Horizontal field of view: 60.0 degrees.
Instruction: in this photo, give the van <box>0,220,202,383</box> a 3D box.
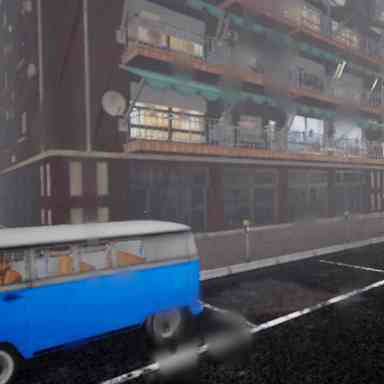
[{"bbox_3d":[-1.745,1.376,4.878,3.998,1.788,1.690,-1,-1,-36],"label":"van"}]
